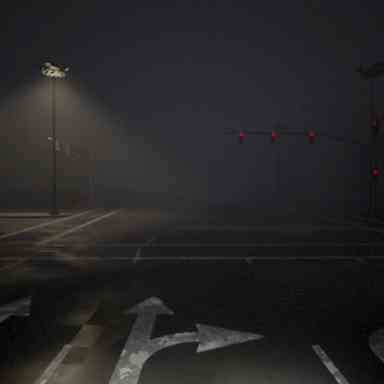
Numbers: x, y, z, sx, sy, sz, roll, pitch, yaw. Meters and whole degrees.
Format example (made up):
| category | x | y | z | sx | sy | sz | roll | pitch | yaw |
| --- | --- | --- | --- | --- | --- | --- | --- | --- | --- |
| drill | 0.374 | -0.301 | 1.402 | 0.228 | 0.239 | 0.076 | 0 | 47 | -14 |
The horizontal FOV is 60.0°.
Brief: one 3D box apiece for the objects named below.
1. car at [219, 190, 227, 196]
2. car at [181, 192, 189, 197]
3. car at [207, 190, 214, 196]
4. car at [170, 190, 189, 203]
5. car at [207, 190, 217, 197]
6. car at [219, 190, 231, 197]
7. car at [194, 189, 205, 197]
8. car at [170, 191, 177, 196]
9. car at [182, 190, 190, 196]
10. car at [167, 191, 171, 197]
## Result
| category | x | y | z | sx | sy | sz | roll | pitch | yaw |
| --- | --- | --- | --- | --- | --- | --- | --- | --- | --- |
| car | 8.795 | 0.298 | 93.860 | 1.812 | 1.442 | 4.674 | 0 | 1 | 0 |
| car | -1.740 | 0.633 | 84.763 | 1.895 | 1.301 | 4.718 | 0 | 1 | 0 |
| car | 5.295 | 0.298 | 93.874 | 1.812 | 1.442 | 4.674 | 0 | 1 | 0 |
| car | -1.861 | 0.895 | 52.872 | 2.128 | 1.511 | 4.902 | 0 | 1 | 0 |
| car | 5.262 | 0.630 | 85.154 | 1.895 | 1.301 | 4.718 | 0 | 1 | 0 |
| car | 8.759 | 0.583 | 84.276 | 2.033 | 1.411 | 5.357 | 0 | 1 | 0 |
| car | 1.759 | 0.267 | 84.329 | 2.150 | 2.045 | 5.566 | 0 | 1 | 0 |
| car | -5.205 | 0.326 | 93.914 | 1.994 | 1.385 | 4.181 | 0 | 1 | 0 |
| car | -1.705 | 0.299 | 93.900 | 2.128 | 1.511 | 4.902 | 0 | 1 | 0 |
| car | -5.238 | 0.535 | 85.162 | 1.837 | 1.490 | 4.892 | 0 | 1 | 0 |
